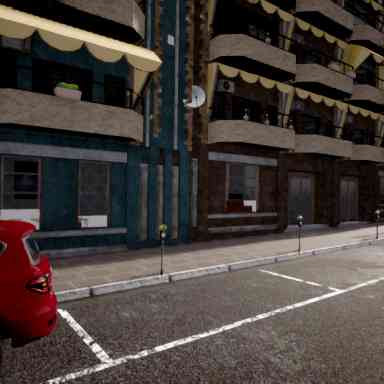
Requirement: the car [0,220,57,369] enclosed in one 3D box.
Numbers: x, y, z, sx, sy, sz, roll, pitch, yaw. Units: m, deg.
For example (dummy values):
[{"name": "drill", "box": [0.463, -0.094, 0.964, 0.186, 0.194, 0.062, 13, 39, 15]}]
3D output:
[{"name": "car", "box": [-4.122, 1.315, 3.595, 5.009, 1.841, 2.192, 0, 1, -36]}]
